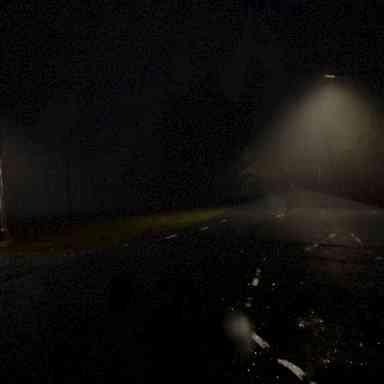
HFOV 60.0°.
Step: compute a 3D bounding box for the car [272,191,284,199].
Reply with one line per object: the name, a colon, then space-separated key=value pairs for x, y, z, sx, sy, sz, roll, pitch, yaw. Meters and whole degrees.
car: x=14.917 y=0.464 z=57.493 sx=1.895 sy=1.301 sz=4.718 roll=-1 pitch=1 yaw=18
